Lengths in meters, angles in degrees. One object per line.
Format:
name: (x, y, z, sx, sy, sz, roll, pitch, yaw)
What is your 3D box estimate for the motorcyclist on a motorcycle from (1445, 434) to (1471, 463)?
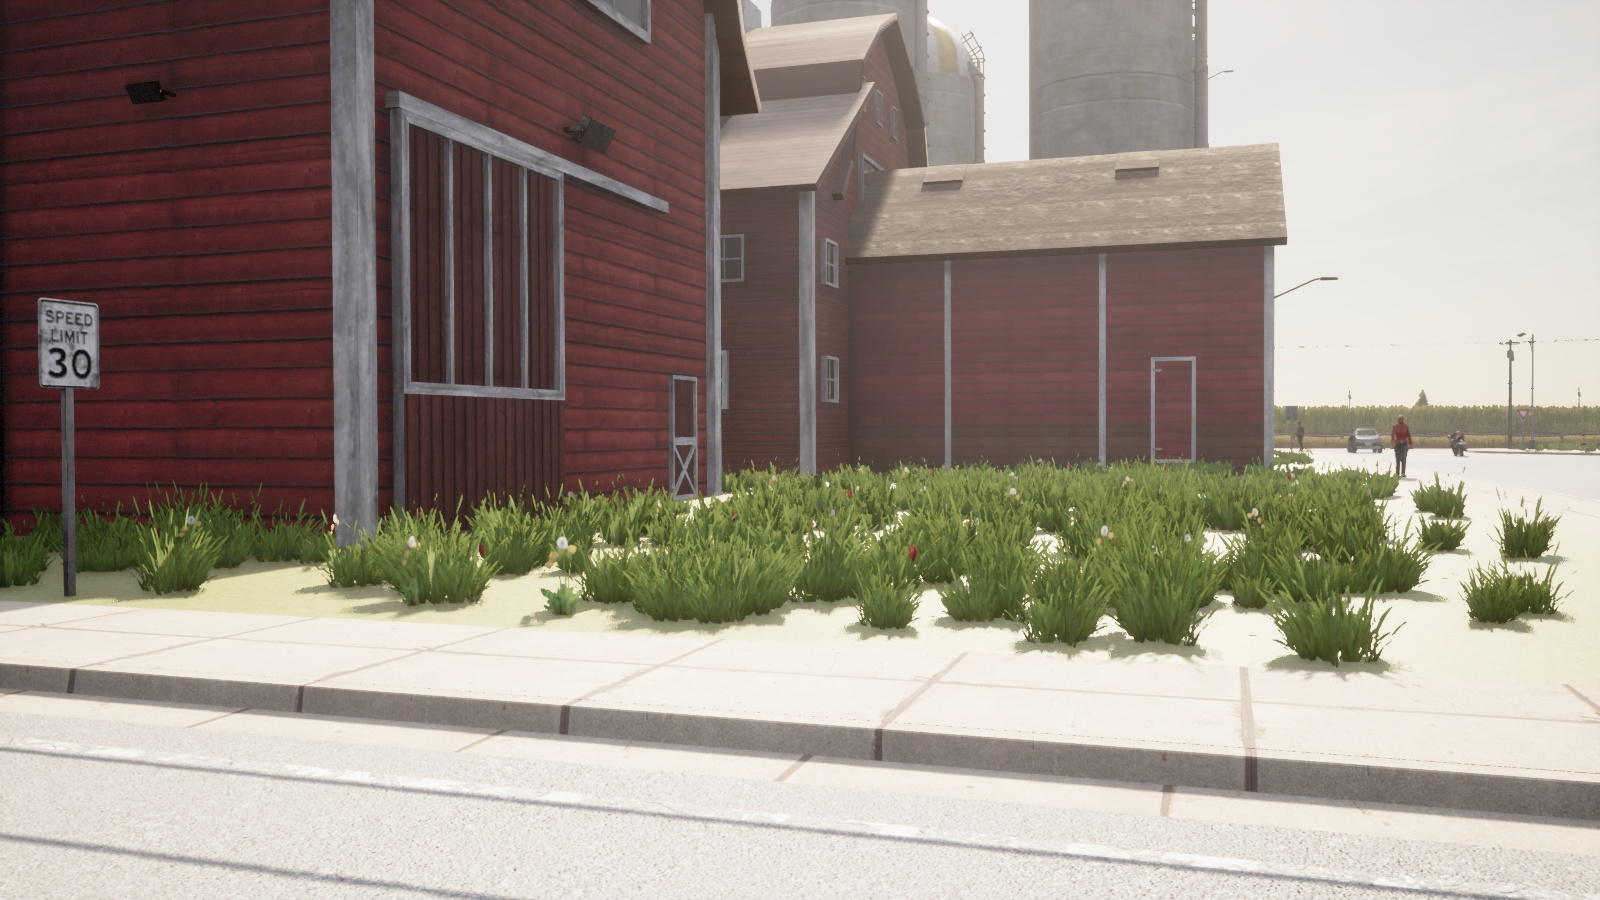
motorcyclist on a motorcycle: (35.601, -0.093, 67.978, 0.866, 1.530, 2.191, 1, 1, 18)

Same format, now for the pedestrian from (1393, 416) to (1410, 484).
pedestrian: (16.632, -0.012, 34.716, 0.331, 1.846, 0.636, 1, 1, 18)

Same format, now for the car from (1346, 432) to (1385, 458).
car: (35.086, -0.311, 77.943, 1.789, 1.549, 3.705, 1, 1, 18)

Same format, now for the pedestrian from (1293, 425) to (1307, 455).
pedestrian: (30.595, -0.633, 76.811, 0.328, 1.805, 0.869, 0, 1, -12)
